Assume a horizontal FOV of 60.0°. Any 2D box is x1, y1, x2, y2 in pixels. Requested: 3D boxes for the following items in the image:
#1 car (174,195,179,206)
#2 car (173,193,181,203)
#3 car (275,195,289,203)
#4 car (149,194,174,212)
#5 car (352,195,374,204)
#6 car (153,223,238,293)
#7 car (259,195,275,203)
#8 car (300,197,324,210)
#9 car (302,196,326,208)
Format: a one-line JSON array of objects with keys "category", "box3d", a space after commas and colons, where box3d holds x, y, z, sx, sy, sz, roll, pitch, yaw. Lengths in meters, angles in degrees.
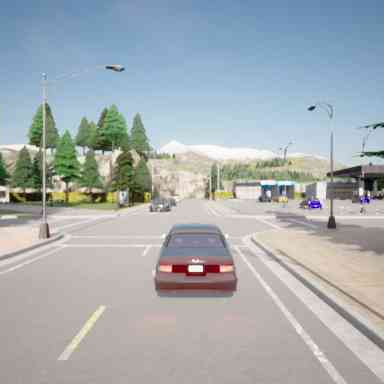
[{"category": "car", "box3d": [-3.513, 1.548, 52.049, 1.994, 1.385, 4.181, 0, 0, 0]}, {"category": "car", "box3d": [-3.409, 1.296, 68.227, 2.150, 2.045, 5.566, 0, 0, 0]}, {"category": "car", "box3d": [17.427, 1.310, 65.474, 2.152, 1.636, 5.027, 0, 0, 0]}, {"category": "car", "box3d": [-3.545, 1.342, 37.653, 2.097, 1.767, 4.553, 0, 0, 0]}, {"category": "car", "box3d": [29.187, 1.302, 57.669, 1.845, 1.501, 3.633, 0, 0, 0]}, {"category": "car", "box3d": [0.089, 1.545, 9.001, 2.033, 1.411, 5.357, 0, 0, 0]}, {"category": "car", "box3d": [14.290, 1.319, 65.457, 2.007, 1.523, 4.514, 0, 0, 0]}, {"category": "car", "box3d": [14.008, 1.362, 39.425, 1.845, 1.501, 3.633, 0, 0, 0]}, {"category": "car", "box3d": [17.071, 1.370, 46.812, 1.970, 1.475, 3.806, 0, 0, 0]}]
